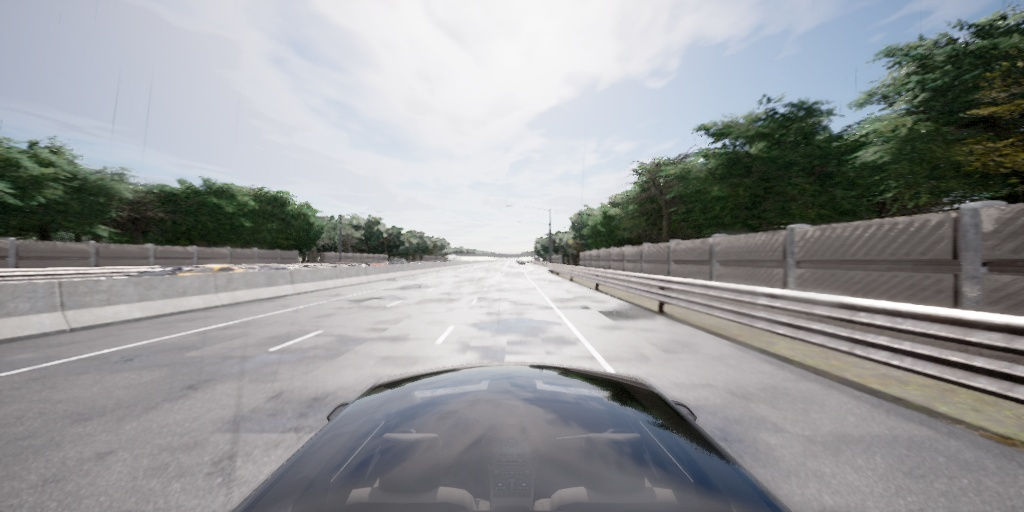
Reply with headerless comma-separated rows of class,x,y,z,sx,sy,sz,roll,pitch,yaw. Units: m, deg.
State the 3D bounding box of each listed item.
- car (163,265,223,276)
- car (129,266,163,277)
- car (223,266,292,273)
car,-21.092,1.437,25.287,1.882,1.535,5.008,0,0,0
car,-24.590,1.457,25.833,2.128,1.511,4.902,0,-1,0
car,-17.591,1.456,25.837,2.128,1.511,4.902,0,-1,0
